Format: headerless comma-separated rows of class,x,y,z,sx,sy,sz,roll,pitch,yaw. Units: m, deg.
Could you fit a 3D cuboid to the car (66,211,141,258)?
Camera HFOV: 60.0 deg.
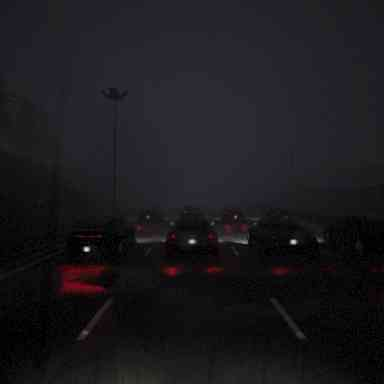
car,-3.487,1.654,13.487,1.837,1.490,4.892,0,0,0

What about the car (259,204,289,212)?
car,7.006,1.816,28.513,1.837,1.490,4.892,0,0,0

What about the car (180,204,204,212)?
car,0.005,1.802,28.489,2.128,1.511,4.902,0,0,0

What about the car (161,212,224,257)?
car,0.015,1.712,13.551,1.994,1.385,4.181,0,-1,0

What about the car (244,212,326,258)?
car,3.515,1.711,13.474,1.994,1.385,4.181,0,-1,0

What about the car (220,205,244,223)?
car,3.510,1.839,28.886,1.812,1.442,4.674,0,0,1

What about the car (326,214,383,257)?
car,7.013,1.654,13.492,1.837,1.490,4.892,0,0,0

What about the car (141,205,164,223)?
car,-3.490,1.839,28.882,1.812,1.442,4.674,0,0,1
